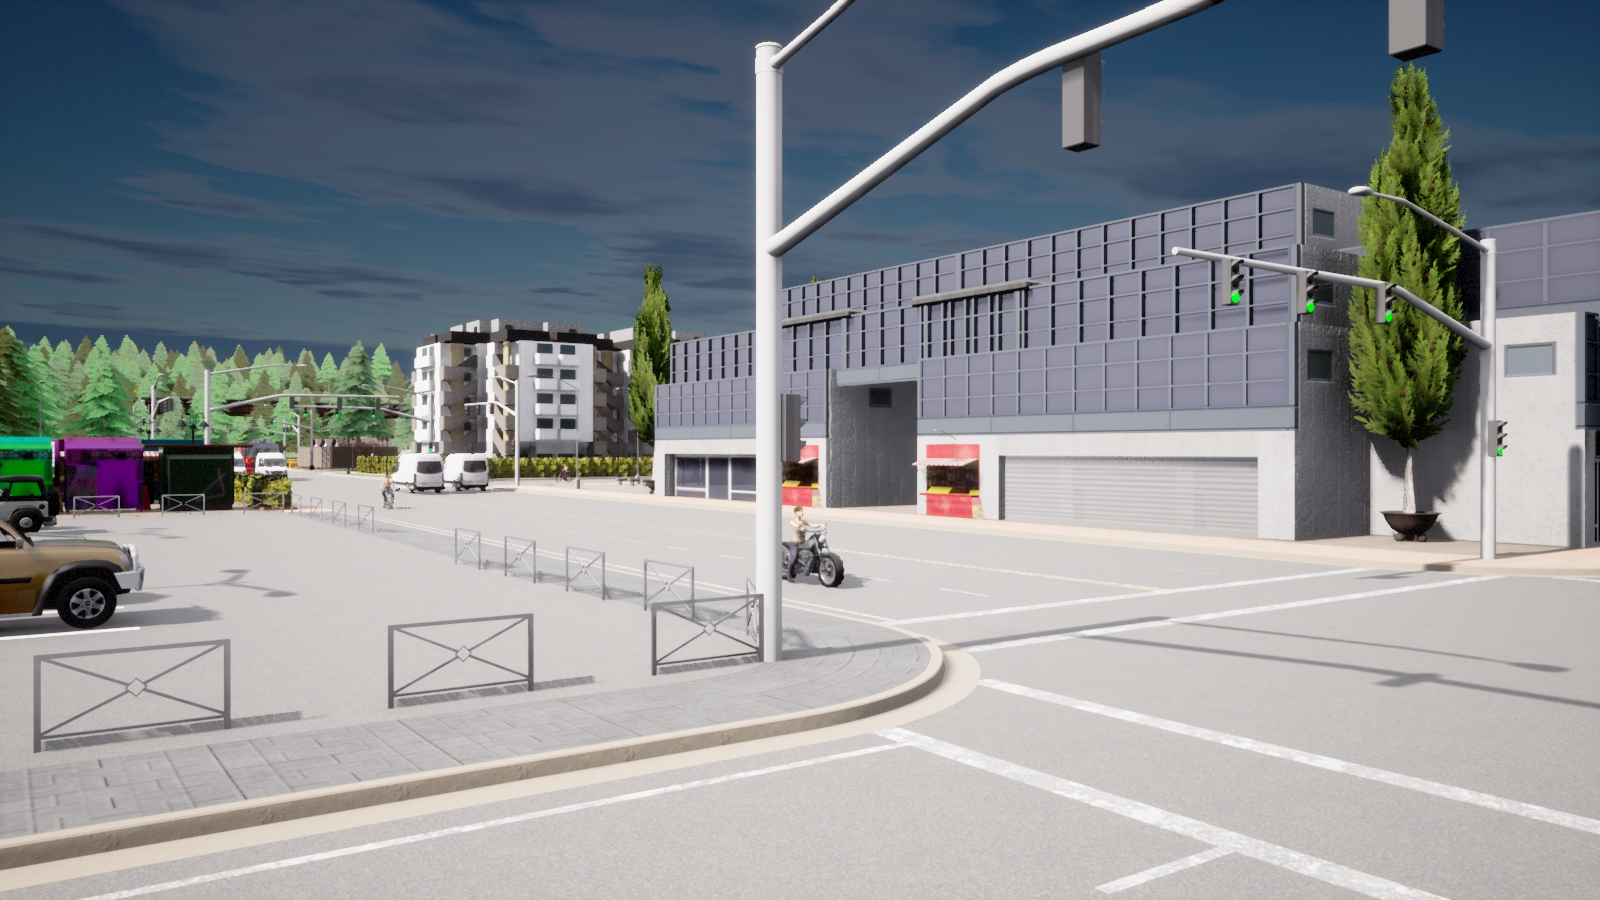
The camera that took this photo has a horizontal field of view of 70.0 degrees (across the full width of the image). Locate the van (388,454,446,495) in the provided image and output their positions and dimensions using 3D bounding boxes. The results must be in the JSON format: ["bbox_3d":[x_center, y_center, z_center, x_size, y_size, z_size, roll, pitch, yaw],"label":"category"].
[{"bbox_3d":[-25.173,1.535,74.942,1.988,2.561,5.915,0,0,-35],"label":"van"}]

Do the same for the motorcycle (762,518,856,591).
[{"bbox_3d":[0.165,2.155,23.900,0.764,1.307,2.356,0,0,-34],"label":"motorcycle"}]
